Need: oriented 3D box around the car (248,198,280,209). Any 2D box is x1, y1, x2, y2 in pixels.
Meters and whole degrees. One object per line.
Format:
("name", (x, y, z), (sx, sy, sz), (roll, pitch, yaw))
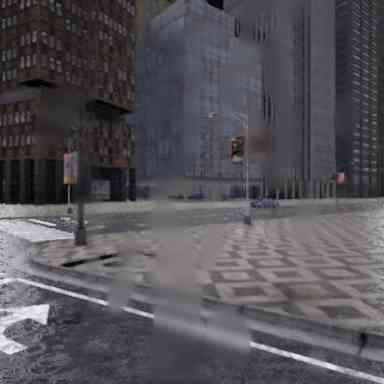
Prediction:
("car", (9.664, 1.544, 44.864), (5.357, 1.411, 2.033), (0, 0, -40))
